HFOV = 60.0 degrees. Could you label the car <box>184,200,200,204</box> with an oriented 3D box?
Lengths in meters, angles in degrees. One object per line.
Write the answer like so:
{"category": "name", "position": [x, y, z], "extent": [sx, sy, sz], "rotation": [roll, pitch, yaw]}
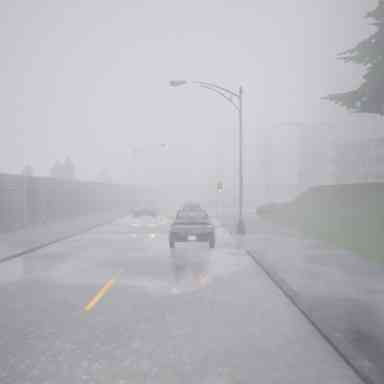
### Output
{"category": "car", "position": [0.000, 1.514, 29.650], "extent": [1.837, 1.490, 4.892], "rotation": [0, 0, 0]}

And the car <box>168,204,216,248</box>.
{"category": "car", "position": [0.000, 1.492, 14.650], "extent": [2.128, 1.511, 4.902], "rotation": [0, 0, 0]}

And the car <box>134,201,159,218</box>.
{"category": "car", "position": [-4.000, 1.557, 30.000], "extent": [1.812, 1.442, 4.674], "rotation": [0, 0, 0]}
